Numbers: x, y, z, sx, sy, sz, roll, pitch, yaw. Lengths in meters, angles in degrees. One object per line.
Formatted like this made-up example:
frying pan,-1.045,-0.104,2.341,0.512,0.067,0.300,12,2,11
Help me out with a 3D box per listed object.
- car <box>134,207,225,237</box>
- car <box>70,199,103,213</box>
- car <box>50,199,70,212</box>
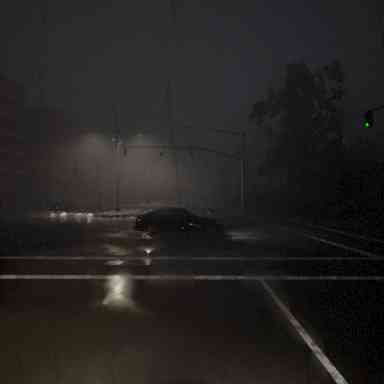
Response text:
car,-0.650,1.521,17.269,4.674,1.442,1.812,0,0,1
car,-11.527,1.534,37.708,2.033,1.411,5.357,0,0,0
car,-15.022,1.550,39.078,1.994,1.385,4.181,0,0,1
